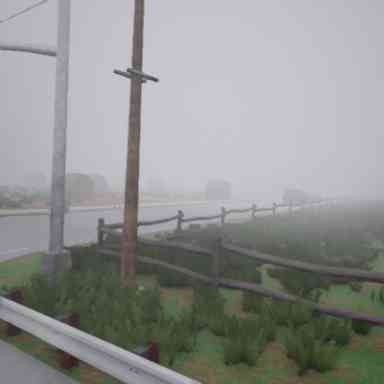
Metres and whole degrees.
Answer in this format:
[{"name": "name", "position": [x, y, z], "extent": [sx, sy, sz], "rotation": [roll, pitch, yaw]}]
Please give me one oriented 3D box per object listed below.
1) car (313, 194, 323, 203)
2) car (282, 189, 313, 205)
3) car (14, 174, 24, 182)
[{"name": "car", "position": [19.167, 0.936, 52.060], "extent": [1.994, 1.385, 4.181], "rotation": [4, 2, 33]}, {"name": "car", "position": [13.459, 0.626, 43.133], "extent": [2.150, 2.045, 5.566], "rotation": [4, 2, 34]}, {"name": "car", "position": [-41.271, -3.287, 80.257], "extent": [1.905, 1.878, 3.866], "rotation": [8, 2, -14]}]
